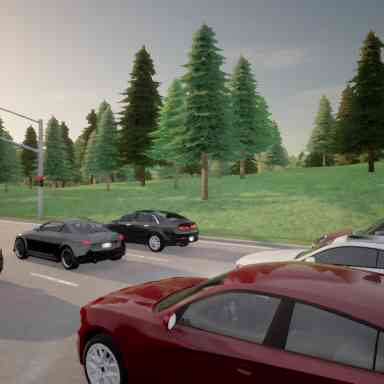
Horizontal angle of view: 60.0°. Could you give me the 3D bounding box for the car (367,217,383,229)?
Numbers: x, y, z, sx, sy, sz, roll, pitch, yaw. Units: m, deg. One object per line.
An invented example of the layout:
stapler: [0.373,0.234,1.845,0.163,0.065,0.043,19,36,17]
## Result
car: [5.491,1.352,8.671,4.553,1.767,2.097,0,0,36]

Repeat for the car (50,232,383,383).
car: [0.888,1.478,3.357,5.008,1.535,1.882,0,0,36]

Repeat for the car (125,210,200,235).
car: [-1.984,1.505,13.890,4.892,1.490,1.837,0,0,36]

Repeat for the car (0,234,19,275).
car: [-6.628,1.526,8.615,4.674,1.442,1.812,0,0,36]

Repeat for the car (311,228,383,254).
car: [3.013,1.526,6.138,4.674,1.442,1.812,0,0,35]

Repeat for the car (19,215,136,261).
car: [-4.163,1.564,11.143,4.181,1.385,1.994,0,0,36]
